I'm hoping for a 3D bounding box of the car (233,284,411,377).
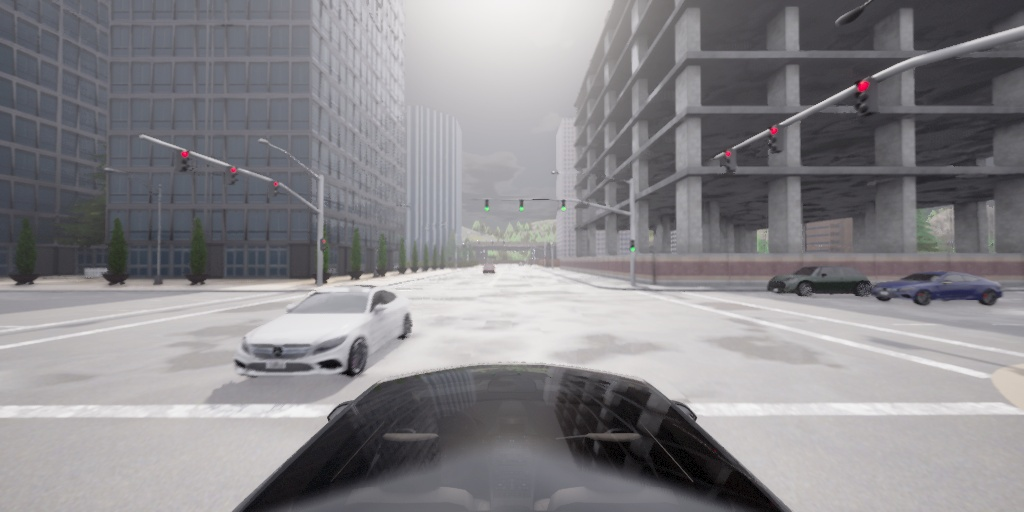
[{"bbox_3d":[-3.496,1.366,7.647,1.812,1.442,4.674,0,-1,0],"label":"car"}]

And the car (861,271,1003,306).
[{"bbox_3d":[19.152,1.424,16.229,4.674,1.442,1.812,0,-1,0],"label":"car"}]

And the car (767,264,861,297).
[{"bbox_3d":[16.744,1.300,19.743,4.553,1.767,2.097,0,-1,0],"label":"car"}]

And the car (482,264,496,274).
[{"bbox_3d":[-3.498,2.025,55.204,1.882,1.535,5.008,0,0,0],"label":"car"}]
